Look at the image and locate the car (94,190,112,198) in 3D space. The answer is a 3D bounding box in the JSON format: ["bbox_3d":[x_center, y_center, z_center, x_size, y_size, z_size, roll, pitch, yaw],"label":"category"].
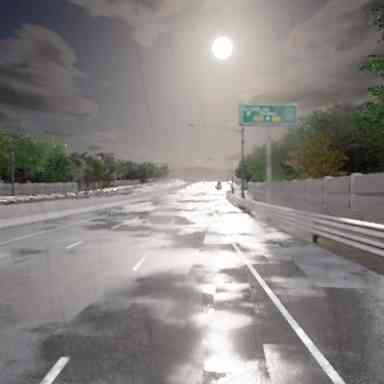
[{"bbox_3d":[-18.829,0.901,71.077,1.994,1.385,4.181,0,1,3],"label":"car"}]

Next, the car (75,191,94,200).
[{"bbox_3d":[-22.483,0.915,68.585,1.837,1.490,4.892,0,1,3],"label":"car"}]

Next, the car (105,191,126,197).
[{"bbox_3d":[-15.522,0.994,67.731,1.994,1.385,4.181,0,1,3],"label":"car"}]

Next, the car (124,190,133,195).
[{"bbox_3d":[-14.961,0.276,76.828,1.882,1.535,5.008,0,2,4],"label":"car"}]

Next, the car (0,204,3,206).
[{"bbox_3d":[-17.252,1.578,27.608,2.033,1.411,5.357,0,0,1],"label":"car"}]
